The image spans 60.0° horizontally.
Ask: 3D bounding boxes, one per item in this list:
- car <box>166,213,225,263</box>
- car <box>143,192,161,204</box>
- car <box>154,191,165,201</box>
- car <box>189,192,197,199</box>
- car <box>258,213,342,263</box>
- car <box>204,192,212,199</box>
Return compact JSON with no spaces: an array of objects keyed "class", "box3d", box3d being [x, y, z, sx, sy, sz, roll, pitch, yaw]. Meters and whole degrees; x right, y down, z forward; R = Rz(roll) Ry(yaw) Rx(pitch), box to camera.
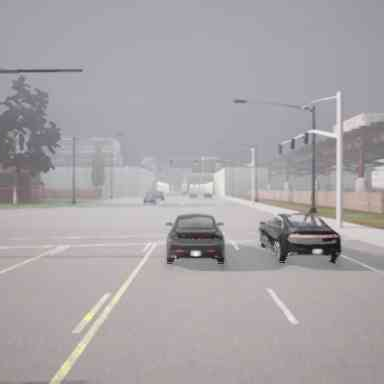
[{"class":"car","box3d":[0.112,1.514,11.958,1.837,1.490,4.892,0,0,0]},{"class":"car","box3d":[-6.815,1.148,54.558,2.128,1.511,4.902,0,1,1]},{"class":"car","box3d":[-6.733,0.747,67.015,2.150,2.045,5.566,0,1,0]},{"class":"car","box3d":[0.318,0.810,79.921,1.812,1.442,4.674,0,1,0]},{"class":"car","box3d":[3.640,1.501,12.027,2.128,1.511,4.902,0,0,0]},{"class":"car","box3d":[3.818,0.764,79.907,1.882,1.535,5.008,0,1,0]}]
